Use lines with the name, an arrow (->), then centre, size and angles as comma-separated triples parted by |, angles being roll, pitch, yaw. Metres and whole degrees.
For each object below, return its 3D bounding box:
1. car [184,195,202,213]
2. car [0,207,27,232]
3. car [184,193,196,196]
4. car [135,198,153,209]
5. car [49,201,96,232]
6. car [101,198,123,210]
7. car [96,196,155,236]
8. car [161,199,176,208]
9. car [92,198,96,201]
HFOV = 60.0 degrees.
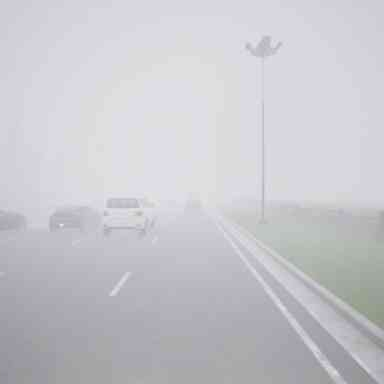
car -> 0.115, 1.482, 37.794 | 1.882, 1.535, 5.008 | 0, 0, 0
car -> -10.393, 1.493, 17.136 | 2.128, 1.511, 4.902 | 0, 0, 0
car -> -0.220, 1.228, 64.986 | 2.150, 2.045, 5.566 | 0, 0, -5
car -> -6.881, 1.607, 47.766 | 1.895, 1.301, 4.718 | 0, 0, 0
car -> -6.891, 1.506, 20.001 | 1.837, 1.490, 4.892 | 0, 0, 0
car -> -10.386, 1.531, 43.605 | 1.812, 1.442, 4.674 | 0, 0, 0
car -> -3.392, 1.223, 18.636 | 2.150, 2.045, 5.566 | 0, 0, 0
car -> -3.383, 1.607, 48.540 | 1.895, 1.301, 4.718 | 0, 0, 0
car -> -13.880, 1.570, 49.771 | 1.994, 1.385, 4.181 | 0, 0, 0
